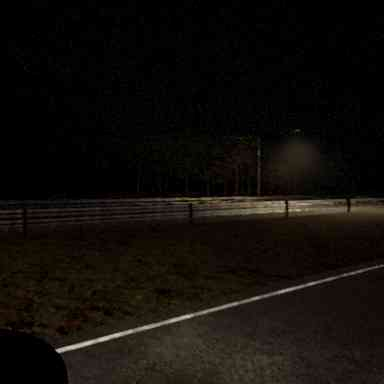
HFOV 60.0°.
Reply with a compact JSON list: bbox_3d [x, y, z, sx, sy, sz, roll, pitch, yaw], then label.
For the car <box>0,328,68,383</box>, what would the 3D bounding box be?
[{"bbox_3d":[-3.154,1.486,1.463,5.008,1.535,1.882,-1,0,-36],"label":"car"}]
